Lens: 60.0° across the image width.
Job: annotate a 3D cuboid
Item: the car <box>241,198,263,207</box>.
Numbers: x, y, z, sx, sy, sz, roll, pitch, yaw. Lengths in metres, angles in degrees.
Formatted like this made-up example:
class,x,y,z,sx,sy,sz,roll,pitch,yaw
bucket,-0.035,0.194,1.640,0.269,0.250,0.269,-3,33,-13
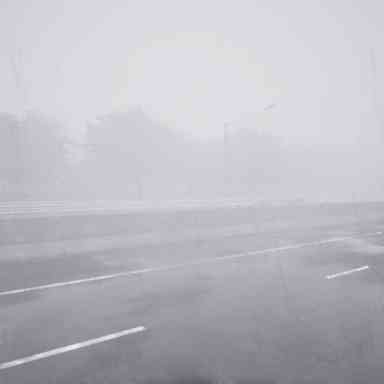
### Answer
class,x,y,z,sx,sy,sz,roll,pitch,yaw
car,7.202,1.360,34.902,4.674,1.442,1.812,0,0,-35

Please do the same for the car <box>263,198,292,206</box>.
class,x,y,z,sx,sy,sz,roll,pitch,yaw
car,9.534,1.339,32.269,4.892,1.490,1.837,0,0,-35

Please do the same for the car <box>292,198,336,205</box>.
class,x,y,z,sx,sy,sz,roll,pitch,yaw
car,11.234,1.360,29.183,4.674,1.442,1.812,0,0,-35
